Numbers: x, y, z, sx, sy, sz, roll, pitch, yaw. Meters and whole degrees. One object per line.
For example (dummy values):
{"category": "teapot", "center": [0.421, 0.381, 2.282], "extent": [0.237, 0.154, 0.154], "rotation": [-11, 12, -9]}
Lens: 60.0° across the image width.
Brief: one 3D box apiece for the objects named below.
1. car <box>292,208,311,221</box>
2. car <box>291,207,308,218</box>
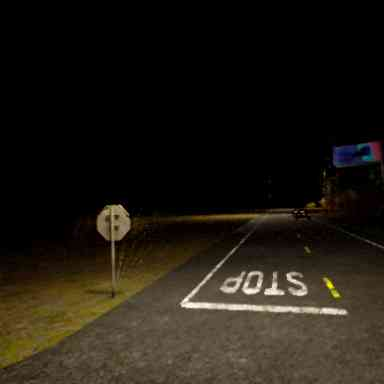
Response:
{"category": "car", "center": [14.695, 2.998, 44.086], "extent": [2.033, 1.411, 5.357], "rotation": [-2, -3, 15]}
{"category": "car", "center": [16.583, 3.199, 51.448], "extent": [2.128, 1.511, 4.902], "rotation": [-2, -2, 15]}
